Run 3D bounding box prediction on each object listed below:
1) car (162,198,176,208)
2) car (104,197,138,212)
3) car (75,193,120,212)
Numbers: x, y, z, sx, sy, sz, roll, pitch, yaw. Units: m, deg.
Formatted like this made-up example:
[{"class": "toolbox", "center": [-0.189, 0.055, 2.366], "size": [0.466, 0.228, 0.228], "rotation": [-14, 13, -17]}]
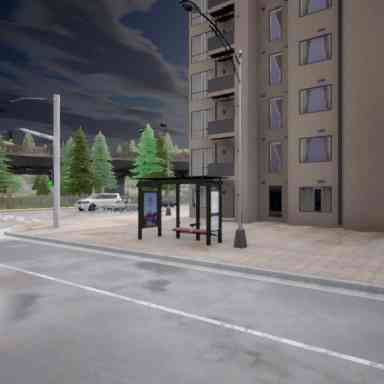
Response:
[{"class": "car", "center": [-4.179, 1.492, 46.430], "size": [2.033, 1.411, 5.357], "rotation": [0, 0, 44]}, {"class": "car", "center": [-7.079, 1.545, 37.188], "size": [1.895, 1.301, 4.718], "rotation": [0, 0, 37]}, {"class": "car", "center": [-10.685, 1.166, 38.467], "size": [2.150, 2.045, 5.566], "rotation": [0, 0, 37]}]
